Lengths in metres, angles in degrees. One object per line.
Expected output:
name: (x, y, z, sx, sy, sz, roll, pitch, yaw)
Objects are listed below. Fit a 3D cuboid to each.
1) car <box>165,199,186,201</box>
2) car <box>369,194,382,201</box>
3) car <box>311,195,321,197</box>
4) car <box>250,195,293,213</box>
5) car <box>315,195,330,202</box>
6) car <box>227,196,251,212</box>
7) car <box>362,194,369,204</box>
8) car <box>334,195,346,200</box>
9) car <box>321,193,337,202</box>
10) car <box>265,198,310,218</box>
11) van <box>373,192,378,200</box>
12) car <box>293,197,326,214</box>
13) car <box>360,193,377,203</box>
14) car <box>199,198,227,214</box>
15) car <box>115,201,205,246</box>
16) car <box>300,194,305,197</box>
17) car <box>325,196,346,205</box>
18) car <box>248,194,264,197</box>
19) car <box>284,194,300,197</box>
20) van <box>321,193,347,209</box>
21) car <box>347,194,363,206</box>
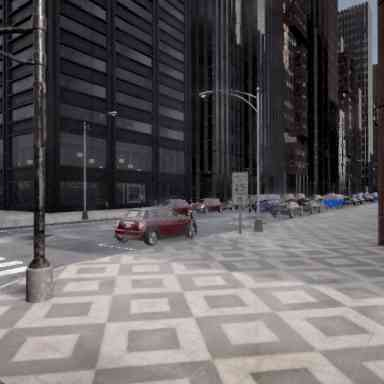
car: (-1.853, 1.397, 29.270, 1.967, 1.590, 4.097, 0, 0, 36)
car: (41.098, 1.248, 74.404, 1.967, 1.590, 4.097, 0, 0, 36)
car: (24.344, 1.305, 65.706, 1.967, 1.590, 4.097, 0, 0, 36)
car: (7.960, 1.393, 32.877, 1.882, 1.535, 5.008, 0, 0, 36)
car: (27.619, 1.407, 70.260, 2.008, 1.369, 4.403, 0, 0, 36)
car: (4.697, 1.481, 38.379, 2.008, 1.369, 4.403, 0, 0, 36)
car: (28.001, 1.410, 56.187, 1.947, 1.339, 4.313, 0, 0, 36)
car: (37.443, 1.397, 83.923, 1.947, 1.339, 4.313, 0, 0, 36)
car: (30.893, 1.162, 74.814, 2.192, 1.841, 5.009, 0, 0, 36)
car: (8.354, 1.463, 28.862, 2.008, 1.369, 4.403, 0, 0, 36)
van: (37.823, 1.157, 69.849, 1.690, 1.788, 3.998, 0, 0, 36)
car: (11.629, 1.465, 33.417, 1.947, 1.339, 4.313, 0, 0, 36)
car: (34.550, 1.370, 65.296, 1.887, 1.381, 4.507, 0, 0, 36)
car: (1.422, 1.383, 33.824, 1.967, 1.590, 4.097, 0, 0, 36)
car: (-1.469, 1.393, 15.200, 1.967, 1.590, 4.097, 0, 0, 36)
car: (17.794, 1.200, 56.596, 2.192, 1.841, 5.009, 0, 0, 36)
car: (23.715, 1.349, 54.782, 2.128, 1.511, 4.902, 0, 0, 35)
car: (7.971, 1.233, 42.933, 2.192, 1.841, 5.009, 0, 0, 36)
car: (14.520, 1.210, 52.042, 2.192, 1.841, 5.009, 0, 0, 36)
van: (18.177, 1.217, 42.524, 1.690, 1.788, 3.998, 0, 0, 36)
car: (24.726, 1.420, 51.633, 1.947, 1.339, 4.313, 0, 0, 36)
